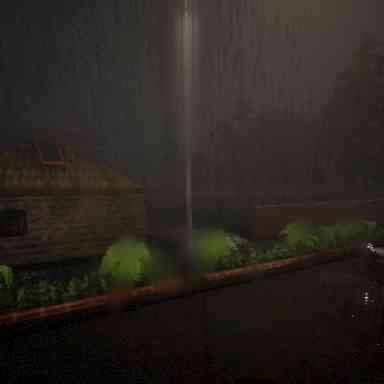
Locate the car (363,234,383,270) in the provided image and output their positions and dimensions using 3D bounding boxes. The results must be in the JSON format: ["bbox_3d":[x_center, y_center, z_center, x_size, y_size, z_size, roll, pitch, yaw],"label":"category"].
[{"bbox_3d":[6.752,1.390,9.415,4.674,1.442,1.812,-1,0,-35],"label":"car"}]
